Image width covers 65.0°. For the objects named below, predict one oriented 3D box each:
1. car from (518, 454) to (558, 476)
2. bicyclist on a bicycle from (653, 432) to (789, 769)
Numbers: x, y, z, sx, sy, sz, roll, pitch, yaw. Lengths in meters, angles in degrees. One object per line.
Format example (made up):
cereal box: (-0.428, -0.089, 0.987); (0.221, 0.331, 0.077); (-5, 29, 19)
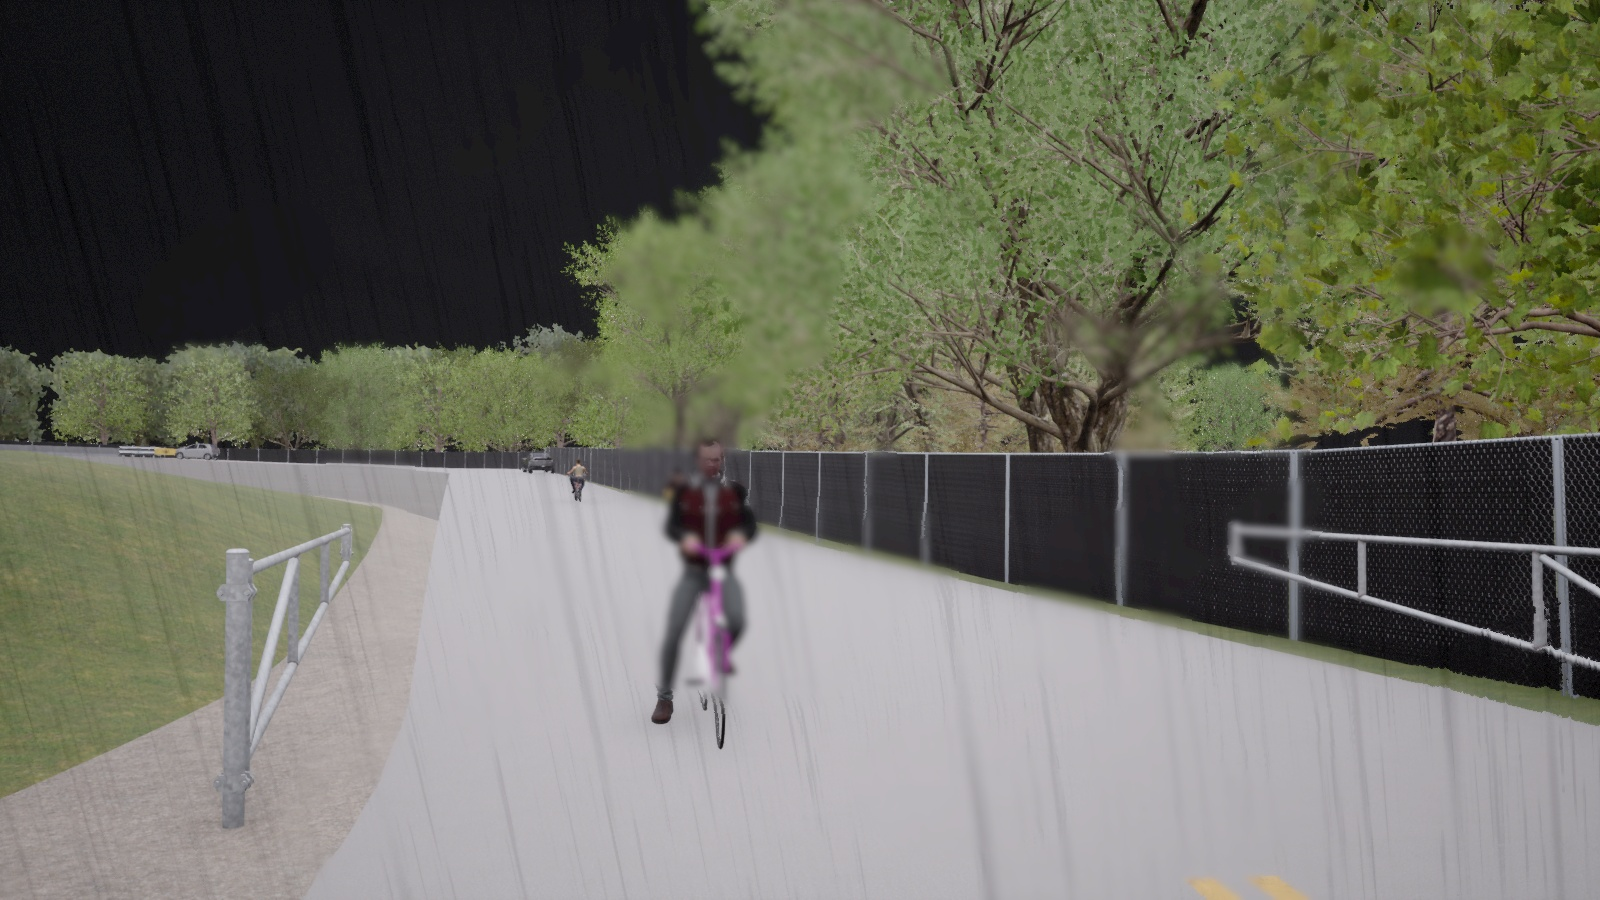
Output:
car: (-19.084, 1.061, 91.453); (2.128, 1.511, 4.902); (0, 0, -21)
bicyclist on a bicycle: (-0.524, 0.813, 7.594); (0.659, 1.776, 1.843); (0, -1, -9)
